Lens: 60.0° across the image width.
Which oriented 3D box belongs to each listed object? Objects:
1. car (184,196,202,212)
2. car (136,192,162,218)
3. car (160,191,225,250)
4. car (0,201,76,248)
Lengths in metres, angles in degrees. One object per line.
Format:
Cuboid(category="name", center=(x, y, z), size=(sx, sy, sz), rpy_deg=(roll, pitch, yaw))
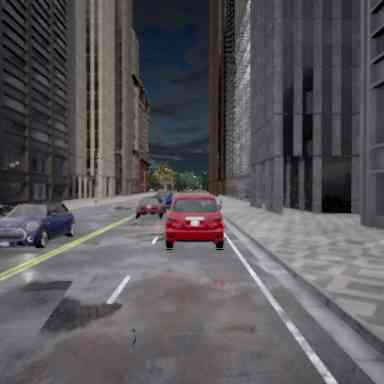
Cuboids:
Cuboid(category="car", center=(0.066, 1.212, 36.330), size=(1.837, 1.490, 4.892), rpy_deg=(0, 1, 0))
Cuboid(category="car", center=(-3.248, 1.127, 27.320), size=(2.097, 1.767, 4.553), rpy_deg=(0, 0, 0))
Cuboid(category="car", center=(0.096, 1.106, 13.905), size=(2.150, 2.045, 5.566), rpy_deg=(0, 1, 0))
Cuboid(category="car", center=(-6.591, 1.235, 13.987), size=(2.097, 1.767, 4.553), rpy_deg=(0, 0, 0))
